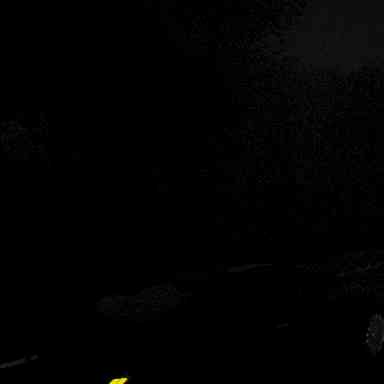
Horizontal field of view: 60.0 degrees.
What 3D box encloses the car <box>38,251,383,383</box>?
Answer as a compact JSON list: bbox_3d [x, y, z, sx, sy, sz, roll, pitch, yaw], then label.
[{"bbox_3d":[0.631,1.511,4.199,4.674,1.442,1.812,0,0,-36],"label":"car"}]
